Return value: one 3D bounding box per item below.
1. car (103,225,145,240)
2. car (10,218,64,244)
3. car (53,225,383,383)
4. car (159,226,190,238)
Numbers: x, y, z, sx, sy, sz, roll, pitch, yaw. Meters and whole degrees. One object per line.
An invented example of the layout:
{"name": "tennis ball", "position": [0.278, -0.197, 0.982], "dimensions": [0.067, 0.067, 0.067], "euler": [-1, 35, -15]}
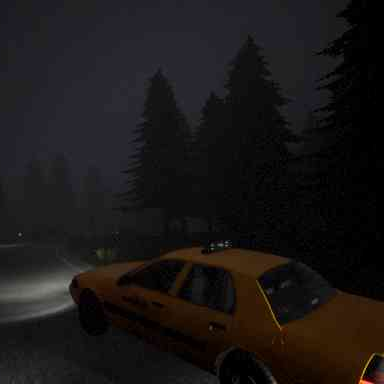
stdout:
{"name": "car", "position": [-7.444, 4.510, 36.948], "dimensions": [2.033, 1.411, 5.357], "euler": [-4, -8, 20]}
{"name": "car", "position": [-12.763, 3.221, 28.072], "dimensions": [2.150, 2.045, 5.566], "euler": [-4, -7, 7]}
{"name": "car", "position": [0.144, 1.441, 4.732], "dimensions": [5.366, 1.575, 1.801], "euler": [0, 1, 43]}
{"name": "car", "position": [-2.329, 5.543, 46.258], "dimensions": [1.882, 1.535, 5.008], "euler": [-5, -8, 30]}
